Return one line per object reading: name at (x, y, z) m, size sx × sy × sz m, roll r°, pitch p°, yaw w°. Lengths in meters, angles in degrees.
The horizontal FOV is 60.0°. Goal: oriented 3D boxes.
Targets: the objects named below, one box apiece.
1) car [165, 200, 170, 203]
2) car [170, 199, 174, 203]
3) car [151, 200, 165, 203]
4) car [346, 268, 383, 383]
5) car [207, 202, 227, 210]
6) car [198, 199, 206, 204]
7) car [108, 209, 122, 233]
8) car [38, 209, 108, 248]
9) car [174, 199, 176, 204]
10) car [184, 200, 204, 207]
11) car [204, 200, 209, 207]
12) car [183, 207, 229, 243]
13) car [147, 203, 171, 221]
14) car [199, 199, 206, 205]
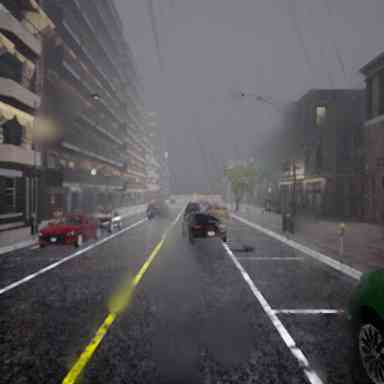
car at (-5.624, 2.317, 61.308) m, size 1.947 × 1.339 × 4.313 m, roll -1°, pitch -1°, yaw 0°
car at (-5.611, 2.442, 72.661) m, size 2.008 × 1.369 × 4.403 m, roll -1°, pitch -1°, yaw 0°
car at (-5.639, 2.155, 49.954) m, size 1.887 × 1.381 × 4.507 m, roll -1°, pitch -1°, yaw 0°
car at (3.109, 1.255, 2.057) m, size 2.150 × 2.045 × 5.566 m, roll 0°, pitch -1°, yaw 0°
car at (2.721, 1.929, 33.054) m, size 1.752 × 1.417 × 4.829 m, roll -1°, pitch -1°, yaw 0°
car at (2.798, 2.724, 95.331) m, size 2.008 × 1.369 × 4.403 m, roll -1°, pitch -1°, yaw 0°
car at (-5.673, 1.814, 21.569) m, size 2.008 × 1.369 × 4.403 m, roll -1°, pitch -1°, yaw 0°
car at (-5.680, 1.738, 15.892) m, size 1.887 × 1.381 × 4.507 m, roll -1°, pitch -1°, yaw 0°
car at (-5.583, 2.739, 95.370) m, size 1.947 × 1.339 × 4.313 m, roll -1°, pitch -1°, yaw 0°
car at (0.143, 1.967, 37.655) m, size 1.837 × 1.490 × 4.892 m, roll 0°, pitch 0°, yaw 0°
car at (2.735, 2.086, 44.238) m, size 1.887 × 1.381 × 4.507 m, roll -1°, pitch -1°, yaw 0°
car at (0.585, 1.737, 17.307) m, size 1.812 × 1.442 × 4.674 m, roll 0°, pitch -1°, yaw -7°
car at (-3.061, 1.986, 31.606) m, size 1.895 × 1.301 × 4.718 m, roll 0°, pitch -1°, yaw 0°
car at (2.791, 2.669, 89.654) m, size 1.947 × 1.339 × 4.313 m, roll -1°, pitch -1°, yaw 0°
